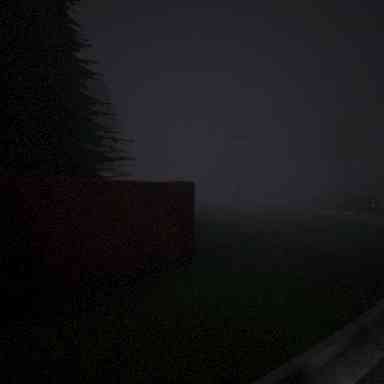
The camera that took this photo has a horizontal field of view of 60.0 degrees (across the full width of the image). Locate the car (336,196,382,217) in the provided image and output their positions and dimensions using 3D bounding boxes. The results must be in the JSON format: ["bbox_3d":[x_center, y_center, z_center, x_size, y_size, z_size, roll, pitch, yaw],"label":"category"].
[{"bbox_3d":[16.803,1.411,33.749,2.150,2.045,5.566,1,0,-3],"label":"car"}]
